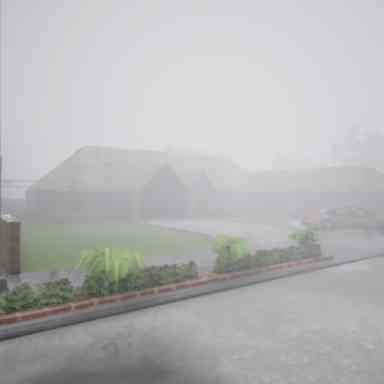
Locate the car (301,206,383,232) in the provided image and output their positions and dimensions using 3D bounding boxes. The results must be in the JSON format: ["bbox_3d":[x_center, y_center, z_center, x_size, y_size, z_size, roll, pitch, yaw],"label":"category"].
[{"bbox_3d":[8.889,1.498,18.573,5.357,1.415,2.033,0,0,15],"label":"car"}]
